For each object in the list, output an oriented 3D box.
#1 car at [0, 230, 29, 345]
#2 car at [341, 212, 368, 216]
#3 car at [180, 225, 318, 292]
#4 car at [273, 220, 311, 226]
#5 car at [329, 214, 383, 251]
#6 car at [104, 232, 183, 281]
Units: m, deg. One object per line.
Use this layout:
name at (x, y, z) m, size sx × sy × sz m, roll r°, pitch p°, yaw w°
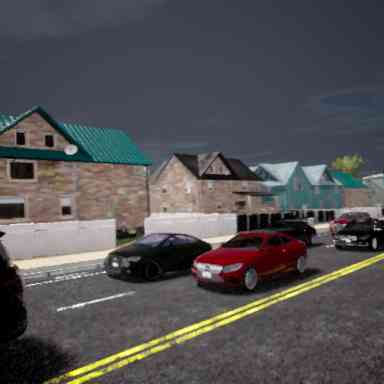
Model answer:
car at (-4.893, 1.531, 3.705) m, size 5.566 × 2.045 × 2.150 m, roll 2°, pitch -4°, yaw -45°
car at (12.259, 2.310, 25.356) m, size 4.553 × 1.767 × 2.097 m, roll 1°, pitch -4°, yaw -45°
car at (2.033, 2.005, 10.595) m, size 1.812 × 1.442 × 4.674 m, roll -4°, pitch -4°, yaw 45°
car at (5.304, 2.307, 18.420) m, size 4.674 × 1.442 × 1.812 m, roll 1°, pitch -4°, yaw -45°
car at (9.230, 2.163, 17.733) m, size 4.892 × 1.490 × 1.837 m, roll 1°, pitch -4°, yaw -45°
car at (-1.050, 2.188, 12.099) m, size 4.181 × 1.385 × 1.994 m, roll 1°, pitch -4°, yaw -45°
